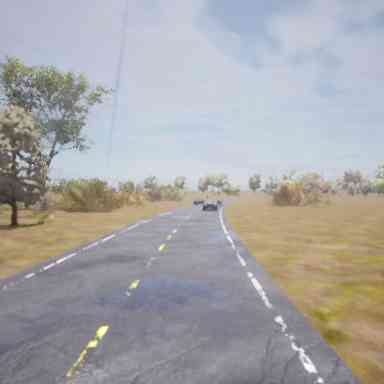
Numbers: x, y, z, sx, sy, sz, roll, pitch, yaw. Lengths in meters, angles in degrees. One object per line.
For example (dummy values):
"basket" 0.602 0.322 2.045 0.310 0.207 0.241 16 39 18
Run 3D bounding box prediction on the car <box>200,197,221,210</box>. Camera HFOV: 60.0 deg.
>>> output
"car" 2.521 1.738 44.535 1.895 1.301 4.718 0 0 6

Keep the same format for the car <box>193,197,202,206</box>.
"car" 1.318 1.663 60.324 1.882 1.535 5.008 0 0 8

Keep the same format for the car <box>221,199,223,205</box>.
"car" 4.846 1.746 62.755 2.033 1.411 5.357 0 0 8
